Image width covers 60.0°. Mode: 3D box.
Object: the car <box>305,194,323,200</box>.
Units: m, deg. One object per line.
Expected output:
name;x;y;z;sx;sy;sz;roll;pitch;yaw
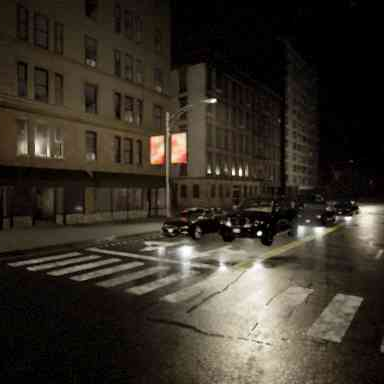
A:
car;11.855;1.218;33.830;2.150;2.045;5.566;0;0;35

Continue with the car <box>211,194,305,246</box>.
car;3.387;1.232;15.920;2.150;2.045;5.566;0;0;35

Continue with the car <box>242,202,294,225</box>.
car;5.929;1.557;25.298;2.033;1.411;5.357;0;0;35

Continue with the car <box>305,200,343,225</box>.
car;9.223;1.545;24.347;2.033;1.411;5.357;0;0;35

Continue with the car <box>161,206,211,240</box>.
car;0.383;1.526;17.290;1.837;1.490;4.892;0;0;35

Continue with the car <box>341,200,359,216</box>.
car;15.167;1.532;32.907;2.033;1.411;5.357;0;0;35
